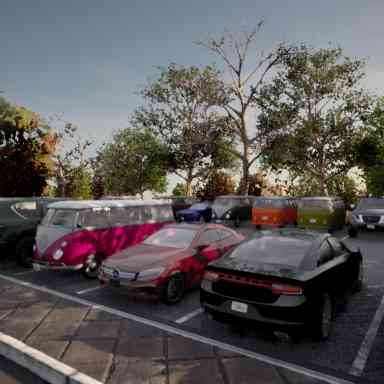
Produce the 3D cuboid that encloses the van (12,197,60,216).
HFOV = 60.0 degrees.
[{"bbox_3d":[-17.109,1.527,36.717,1.878,1.987,4.442,-1,-1,36],"label":"van"}]

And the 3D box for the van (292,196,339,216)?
[{"bbox_3d":[7.549,1.242,19.059,1.878,1.987,4.442,0,0,36],"label":"van"}]

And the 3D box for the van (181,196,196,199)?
[{"bbox_3d":[-1.481,1.278,25.239,1.878,1.987,4.442,-1,-1,36],"label":"van"}]

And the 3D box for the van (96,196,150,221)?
[{"bbox_3d":[-5.848,1.349,28.654,1.878,1.987,4.442,-1,-1,36],"label":"van"}]

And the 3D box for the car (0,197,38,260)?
[{"bbox_3d":[-4.643,1.199,11.594,2.435,2.045,5.566,0,0,36],"label":"car"}]

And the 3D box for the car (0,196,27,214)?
[{"bbox_3d":[-23.915,1.616,41.481,2.435,2.045,5.566,-1,-1,36],"label":"car"}]

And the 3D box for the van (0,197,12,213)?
[{"bbox_3d":[-26.213,1.695,43.238,1.878,1.987,4.442,-1,-1,36],"label":"van"}]

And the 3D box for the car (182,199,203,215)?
[{"bbox_3d":[0.845,1.468,23.723,2.097,1.535,5.008,-1,-1,36],"label":"car"}]

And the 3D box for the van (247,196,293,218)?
[{"bbox_3d":[5.398,1.233,20.599,1.878,1.987,4.442,0,0,36],"label":"van"}]

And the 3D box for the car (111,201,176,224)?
[{"bbox_3d":[-3.768,1.536,26.793,1.946,1.575,5.366,-1,-1,36],"label":"car"}]

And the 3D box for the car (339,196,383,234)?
[{"bbox_3d":[9.717,1.225,17.328,2.435,2.045,5.566,0,0,36],"label":"car"}]

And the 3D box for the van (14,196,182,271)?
[{"bbox_3d":[-2.470,1.234,9.859,1.878,1.987,4.442,0,0,36],"label":"van"}]

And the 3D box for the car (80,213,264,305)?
[{"bbox_3d":[-0.144,1.509,8.340,2.002,1.452,4.674,0,0,36],"label":"car"}]

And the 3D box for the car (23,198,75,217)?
[{"bbox_3d":[-14.943,1.591,34.984,2.185,1.767,4.553,-1,-1,36],"label":"car"}]

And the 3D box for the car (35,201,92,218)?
[{"bbox_3d":[-12.775,1.683,33.464,2.097,1.535,5.008,-1,-1,36],"label":"car"}]

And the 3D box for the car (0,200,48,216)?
[{"bbox_3d":[-19.431,1.789,38.229,2.231,1.521,4.892,-1,-1,36],"label":"car"}]

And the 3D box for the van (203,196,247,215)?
[{"bbox_3d":[2.903,1.224,22.100,1.878,1.987,4.442,0,0,36],"label":"van"}]

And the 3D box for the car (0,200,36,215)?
[{"bbox_3d":[-21.785,1.822,39.694,1.946,1.575,5.366,-1,-1,36],"label":"car"}]

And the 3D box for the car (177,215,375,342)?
[{"bbox_3d":[2.108,1.478,6.718,2.097,1.535,5.008,0,0,36],"label":"car"}]
